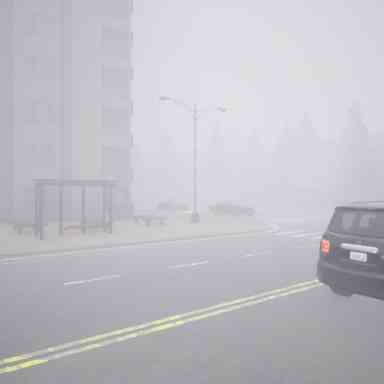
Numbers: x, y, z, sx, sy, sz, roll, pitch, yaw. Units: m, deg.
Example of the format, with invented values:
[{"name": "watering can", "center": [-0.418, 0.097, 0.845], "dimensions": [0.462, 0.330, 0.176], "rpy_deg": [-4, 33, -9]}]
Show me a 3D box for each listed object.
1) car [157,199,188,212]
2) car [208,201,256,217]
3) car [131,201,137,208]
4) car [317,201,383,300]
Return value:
[{"name": "car", "center": [-2.300, 1.508, 38.827], "dimensions": [1.994, 1.385, 4.181], "rpy_deg": [0, 0, -40]}, {"name": "car", "center": [3.673, 1.545, 30.884], "dimensions": [1.895, 1.301, 4.718], "rpy_deg": [0, 0, -36]}, {"name": "car", "center": [-9.790, 1.450, 45.843], "dimensions": [4.892, 1.490, 1.837], "rpy_deg": [0, 0, 31]}, {"name": "car", "center": [5.098, 1.221, 7.384], "dimensions": [5.566, 2.045, 2.150], "rpy_deg": [0, 0, -35]}]
